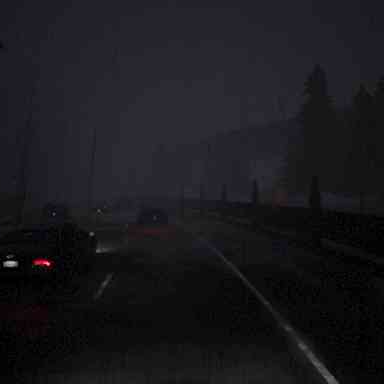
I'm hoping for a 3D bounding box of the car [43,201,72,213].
[{"bbox_3d":[-11.274,1.509,27.934,2.128,1.511,4.902,0,0,-16],"label":"car"}]

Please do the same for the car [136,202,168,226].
[{"bbox_3d":[-2.849,1.475,23.319,1.882,1.535,5.008,0,0,-12],"label":"car"}]

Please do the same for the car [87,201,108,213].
[{"bbox_3d":[-10.256,1.612,35.974,1.895,1.301,4.718,0,0,-20],"label":"car"}]

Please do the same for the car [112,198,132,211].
[{"bbox_3d":[-8.809,1.509,41.709,1.837,1.490,4.892,0,0,-22],"label":"car"}]

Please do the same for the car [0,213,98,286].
[{"bbox_3d":[-4.030,1.554,9.458,2.033,1.411,5.357,0,0,-6],"label":"car"}]
